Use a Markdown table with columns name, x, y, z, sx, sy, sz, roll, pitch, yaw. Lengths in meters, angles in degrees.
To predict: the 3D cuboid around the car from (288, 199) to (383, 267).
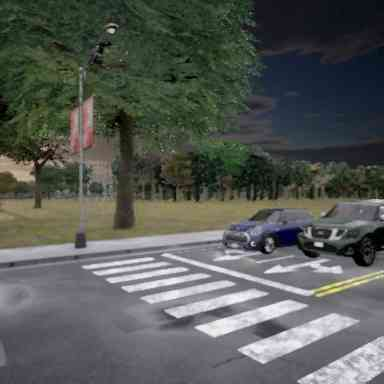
| name | x | y | z | sx | sy | sz | roll | pitch | yaw |
| --- | --- | --- | --- | --- | --- | --- | --- | --- | --- |
| car | 6.259 | 1.307 | 12.117 | 5.566 | 2.045 | 2.150 | 0 | -1 | -35 |

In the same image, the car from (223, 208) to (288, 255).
| name | x | y | z | sx | sy | sz | roll | pitch | yaw |
| --- | --- | --- | --- | --- | --- | --- | --- | --- | --- |
| car | 3.473 | 1.482 | 14.124 | 4.553 | 1.767 | 2.097 | 0 | -1 | -35 |

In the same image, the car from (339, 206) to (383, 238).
| name | x | y | z | sx | sy | sz | roll | pitch | yaw |
| --- | --- | --- | --- | --- | --- | --- | --- | --- | --- |
| car | 10.769 | 1.647 | 19.316 | 4.892 | 1.490 | 1.837 | 0 | -1 | -35 |
